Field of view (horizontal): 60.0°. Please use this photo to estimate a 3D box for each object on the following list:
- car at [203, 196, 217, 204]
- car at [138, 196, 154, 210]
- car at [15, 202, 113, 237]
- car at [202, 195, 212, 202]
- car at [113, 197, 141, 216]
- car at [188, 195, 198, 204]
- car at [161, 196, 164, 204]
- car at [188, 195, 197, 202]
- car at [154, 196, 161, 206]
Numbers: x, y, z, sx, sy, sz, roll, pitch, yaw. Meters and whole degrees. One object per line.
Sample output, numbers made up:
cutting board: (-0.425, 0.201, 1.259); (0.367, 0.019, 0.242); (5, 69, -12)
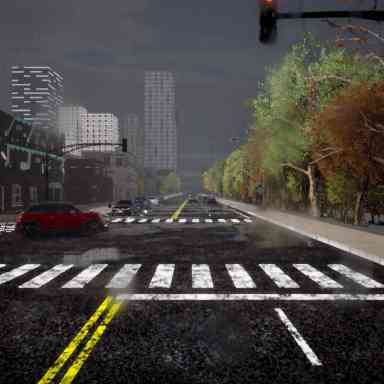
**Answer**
car: (3.476, 1.525, 60.645); (2.033, 1.411, 5.357); (0, 0, 0)
car: (-6.500, 1.338, 42.781); (2.097, 1.767, 4.553); (0, 0, 0)
car: (-6.820, 1.343, 17.778); (4.553, 1.767, 2.097); (0, 0, -21)
car: (3.412, 1.510, 74.435); (2.033, 1.411, 5.357); (0, 0, 0)
car: (-6.524, 1.516, 32.588); (1.812, 1.442, 4.674); (0, 0, 0)
car: (0.233, 1.577, 64.285); (1.895, 1.301, 4.718); (0, 0, 0)
car: (-6.413, 1.468, 63.517); (2.128, 1.511, 4.902); (0, 0, 1)
car: (0.157, 1.471, 74.398); (1.837, 1.490, 4.892); (0, 0, 0)
car: (-6.472, 1.507, 53.074); (1.812, 1.442, 4.674); (0, 0, 0)
